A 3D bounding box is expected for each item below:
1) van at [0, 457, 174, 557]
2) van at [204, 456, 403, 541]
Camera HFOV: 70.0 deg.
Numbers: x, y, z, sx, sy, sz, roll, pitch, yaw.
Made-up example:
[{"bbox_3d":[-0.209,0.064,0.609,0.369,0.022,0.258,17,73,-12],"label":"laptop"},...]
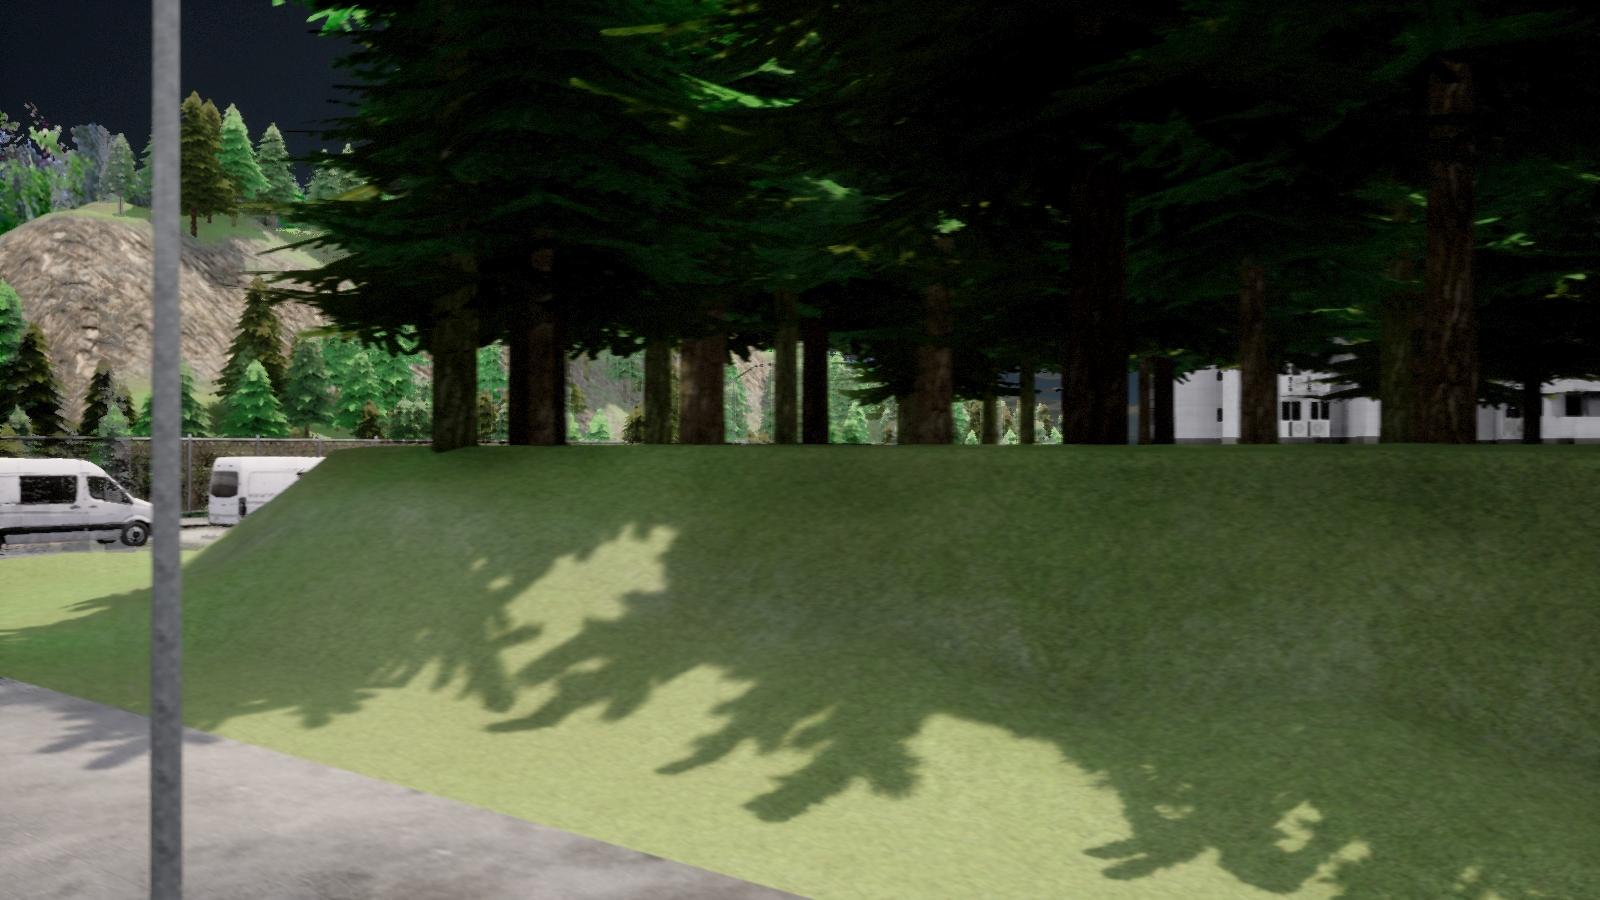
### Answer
[{"bbox_3d":[-20.846,1.498,31.602,1.988,2.561,5.915,0,0,35],"label":"van"},{"bbox_3d":[-16.282,1.498,37.865,1.988,2.561,5.915,0,0,34],"label":"van"}]
